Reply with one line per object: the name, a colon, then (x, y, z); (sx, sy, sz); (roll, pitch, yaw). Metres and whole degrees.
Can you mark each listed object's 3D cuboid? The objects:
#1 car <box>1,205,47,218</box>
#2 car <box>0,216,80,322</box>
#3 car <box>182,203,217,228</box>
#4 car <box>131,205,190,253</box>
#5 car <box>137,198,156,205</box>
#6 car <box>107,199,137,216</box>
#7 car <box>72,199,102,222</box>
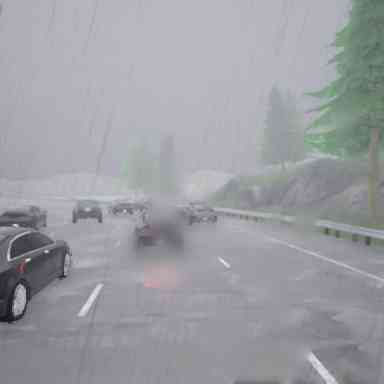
car: (-9.937, 1.521, 19.869); (1.837, 1.490, 4.892); (0, 0, -15)
car: (-4.033, 1.512, 7.129); (1.837, 1.490, 4.892); (0, 0, -5)
car: (0.220, 1.463, 22.280); (2.128, 1.511, 4.902); (0, 0, -15)
car: (-1.438, 1.494, 13.828); (1.837, 1.490, 4.892); (0, 0, -9)
car: (-5.474, 1.469, 37.676); (2.128, 1.511, 4.902); (0, 0, -25)
car: (-7.190, 1.494, 33.021); (1.837, 1.490, 4.892); (0, 0, -23)
car: (-8.340, 1.353, 26.357); (2.097, 1.767, 4.553); (0, 0, -19)
